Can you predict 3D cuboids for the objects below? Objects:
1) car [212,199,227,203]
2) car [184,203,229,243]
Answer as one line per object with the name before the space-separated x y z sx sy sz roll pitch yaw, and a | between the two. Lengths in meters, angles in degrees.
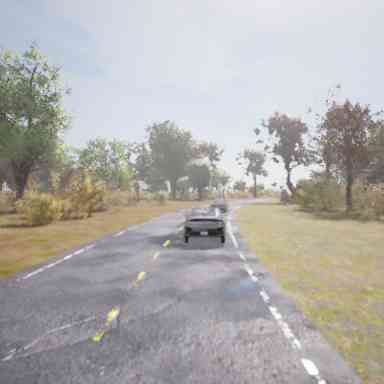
car | 3.113 1.539 37.428 2.033 1.411 5.357 0 0 10
car | 0.666 1.489 16.174 2.128 1.511 4.902 0 0 4
